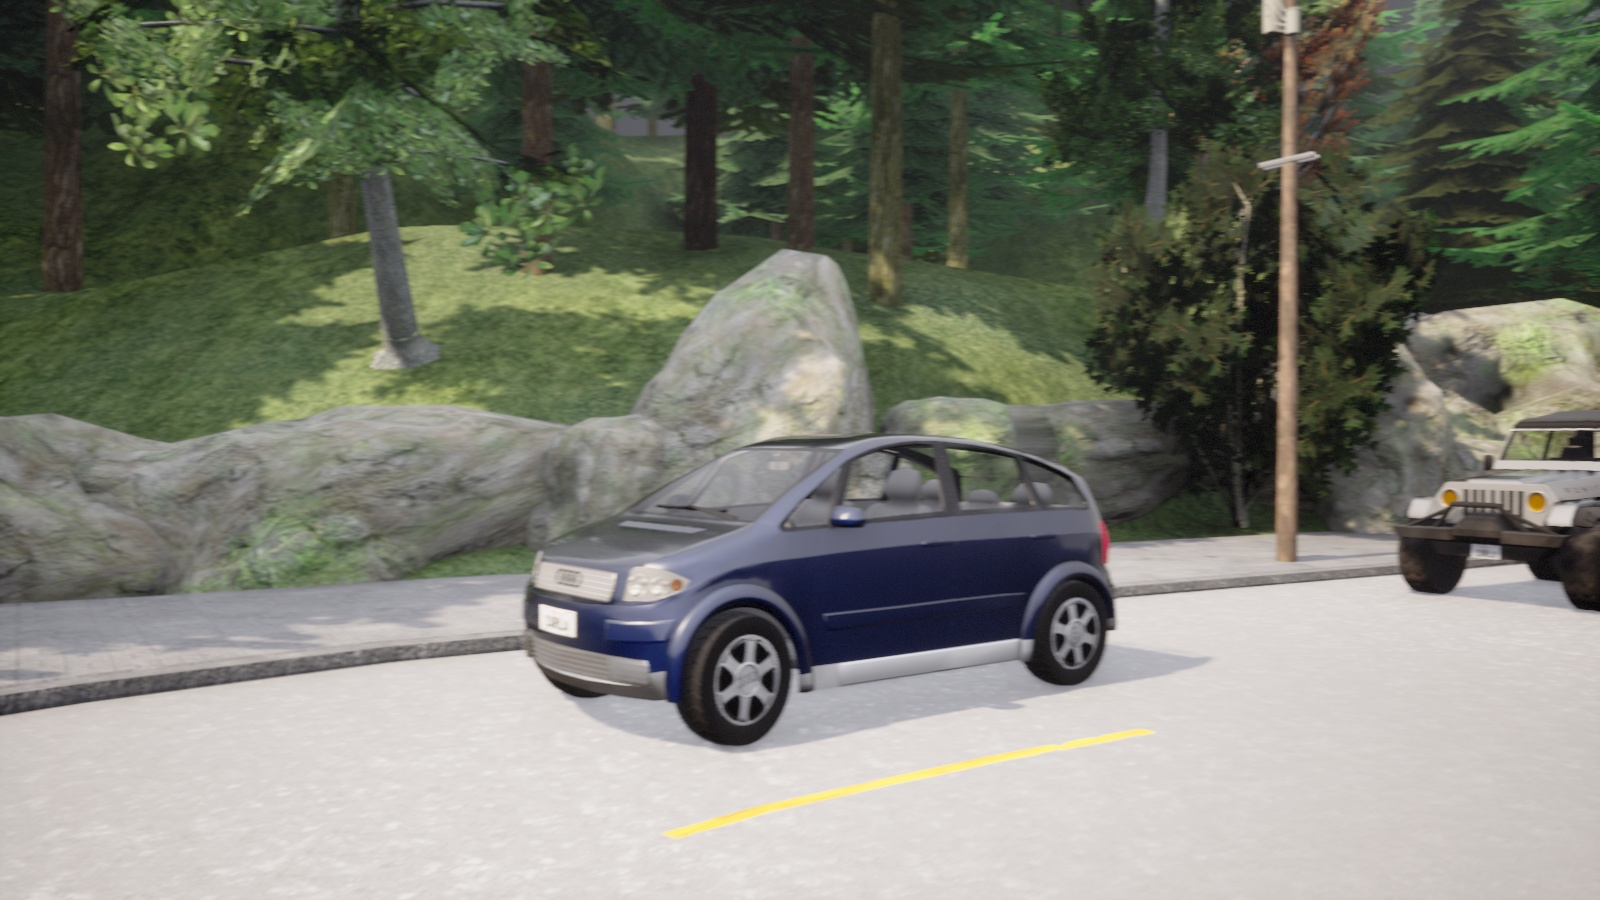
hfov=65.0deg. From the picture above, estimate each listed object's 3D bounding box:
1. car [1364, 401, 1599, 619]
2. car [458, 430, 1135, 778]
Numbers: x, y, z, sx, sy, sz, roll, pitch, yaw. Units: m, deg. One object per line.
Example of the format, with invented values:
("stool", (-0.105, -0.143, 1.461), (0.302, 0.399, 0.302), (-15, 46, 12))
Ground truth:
("car", (7.751, 0.518, 12.700), (3.866, 1.878, 1.905), (0, 0, -32))
("car", (0.108, 0.680, 7.455), (3.705, 1.549, 1.789), (0, 0, -39))
